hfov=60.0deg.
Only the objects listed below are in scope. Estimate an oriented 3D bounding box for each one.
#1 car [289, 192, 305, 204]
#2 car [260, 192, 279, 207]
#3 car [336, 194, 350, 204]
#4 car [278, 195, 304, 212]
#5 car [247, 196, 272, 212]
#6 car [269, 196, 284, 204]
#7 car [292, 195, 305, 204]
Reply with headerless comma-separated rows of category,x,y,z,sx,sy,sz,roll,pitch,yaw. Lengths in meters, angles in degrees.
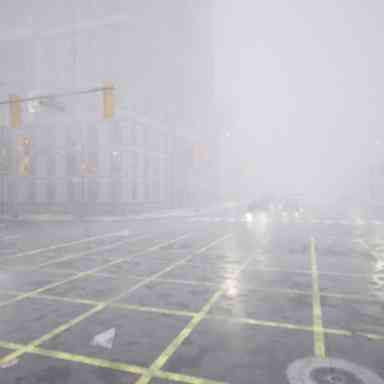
car,14.472,1.005,46.442,2.150,2.045,5.566,0,0,20
car,10.824,1.037,46.671,2.150,2.045,5.566,0,0,20
car,25.471,1.156,56.230,2.128,1.511,4.902,0,0,20
car,11.081,1.379,36.992,2.033,1.411,5.357,0,0,19
car,7.455,1.465,37.217,1.895,1.301,4.718,0,0,19
car,14.435,1.365,56.598,1.895,1.301,4.718,0,0,20
car,17.836,1.299,55.684,1.994,1.385,4.181,0,0,20
